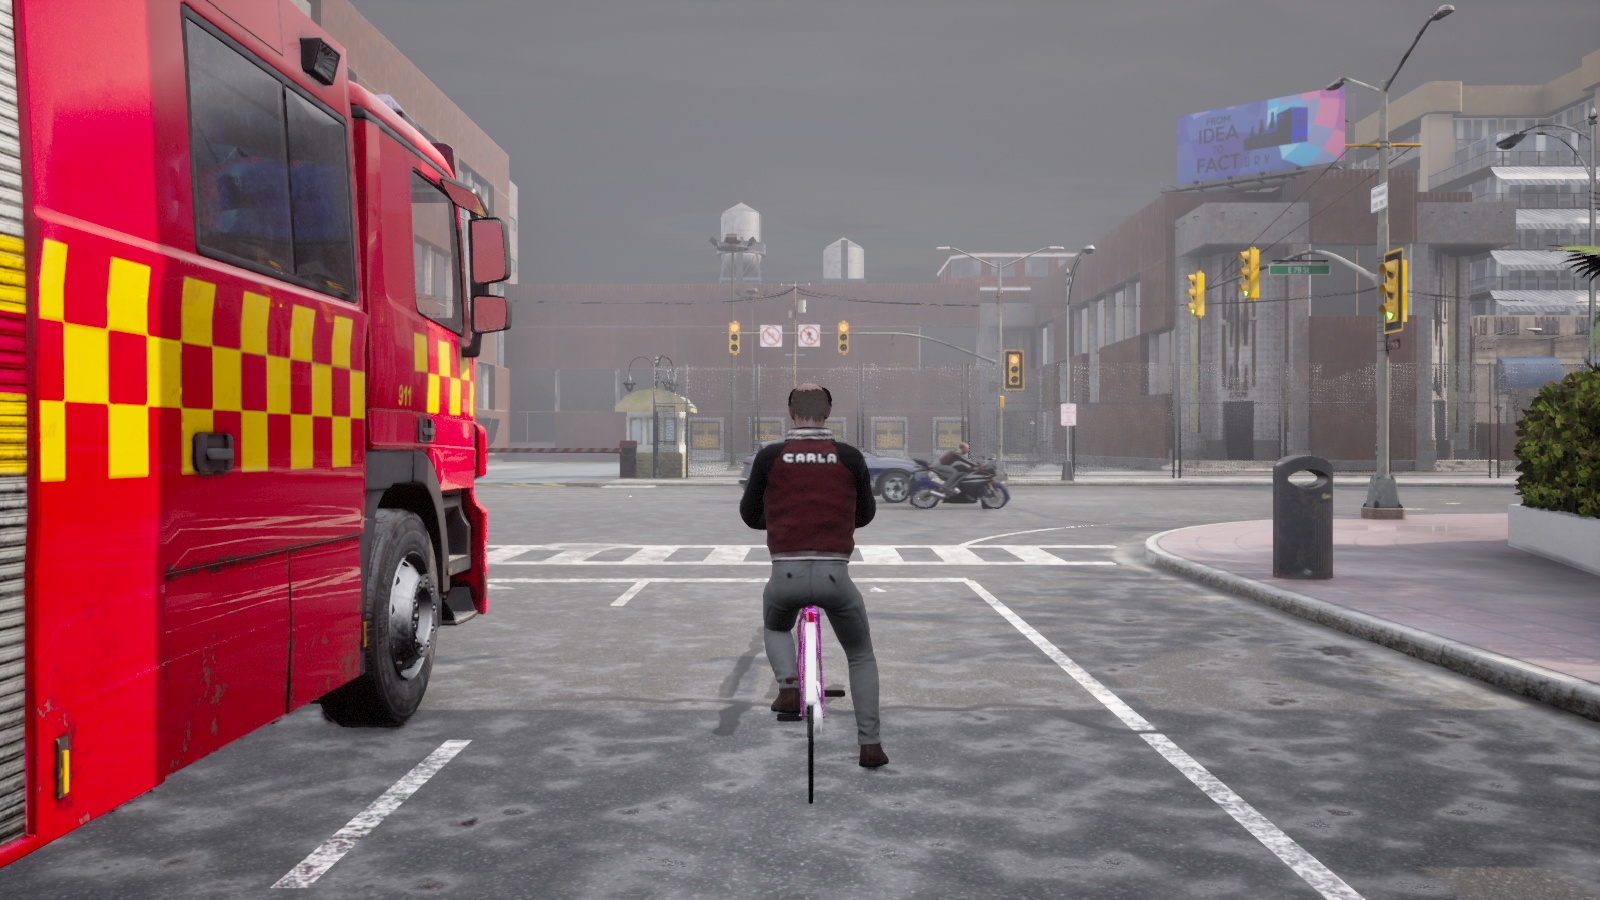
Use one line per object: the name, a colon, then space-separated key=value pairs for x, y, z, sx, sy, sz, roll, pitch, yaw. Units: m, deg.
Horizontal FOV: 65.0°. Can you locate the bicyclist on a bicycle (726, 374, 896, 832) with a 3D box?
bicyclist on a bicycle: x=0.044 y=0.584 z=5.787 sx=0.659 sy=1.776 sz=1.843 roll=0 pitch=1 yaw=0

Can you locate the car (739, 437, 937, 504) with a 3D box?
car: x=0.945 y=0.498 z=31.777 sx=4.856 sy=1.649 sz=2.033 roll=0 pitch=0 yaw=1

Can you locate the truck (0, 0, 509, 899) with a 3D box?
truck: x=-3.466 y=-0.446 z=4.404 sx=2.891 sy=3.827 sz=8.468 roll=0 pitch=0 yaw=0

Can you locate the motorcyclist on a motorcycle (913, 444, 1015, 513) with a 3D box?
motorcyclist on a motorcycle: x=3.665 y=0.625 z=28.242 sx=2.191 sy=1.530 sz=0.866 roll=0 pitch=0 yaw=1
